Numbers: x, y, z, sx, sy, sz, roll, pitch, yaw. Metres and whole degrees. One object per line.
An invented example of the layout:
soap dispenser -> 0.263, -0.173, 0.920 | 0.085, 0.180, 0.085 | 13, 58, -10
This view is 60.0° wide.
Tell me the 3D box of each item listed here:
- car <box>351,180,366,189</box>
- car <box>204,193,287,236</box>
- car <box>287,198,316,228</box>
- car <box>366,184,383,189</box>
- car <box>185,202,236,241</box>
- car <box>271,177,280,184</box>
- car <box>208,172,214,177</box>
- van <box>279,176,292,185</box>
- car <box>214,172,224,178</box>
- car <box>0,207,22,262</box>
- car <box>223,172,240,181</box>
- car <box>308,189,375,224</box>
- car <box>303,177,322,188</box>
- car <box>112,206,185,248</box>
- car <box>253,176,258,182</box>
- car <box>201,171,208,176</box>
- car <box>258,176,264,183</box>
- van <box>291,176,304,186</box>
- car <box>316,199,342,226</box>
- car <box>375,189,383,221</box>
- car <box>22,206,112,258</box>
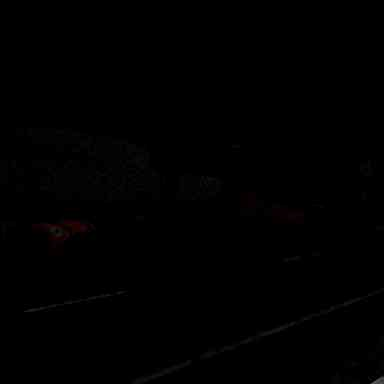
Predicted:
car -> 29.805, -1.073, 59.129 | 2.435, 2.045, 5.566 | 6, 4, 35
car -> 1.807, 1.119, 17.840 | 5.566, 2.045, 2.435 | -1, 0, 35
car -> 4.129, 1.342, 19.669 | 5.366, 1.575, 1.946 | -1, 0, 35
car -> 31.501, -0.510, 56.660 | 2.002, 1.452, 4.674 | 6, 4, 35
car -> -0.636, 1.429, 16.096 | 4.792, 1.488, 2.163 | -1, 0, 35
car -> 19.519, -2.461, 74.071 | 1.946, 1.575, 5.366 | 6, 4, 35
car -> 7.177, -4.496, 91.077 | 2.185, 1.767, 4.553 | 6, 3, 34
van -> 21.094, -2.410, 71.340 | 1.878, 1.987, 4.442 | 7, 4, 35
car -> 8.973, -4.345, 88.612 | 2.435, 2.045, 5.566 | 7, 4, 34
car -> -7.918, 1.369, 10.840 | 4.553, 1.767, 2.185 | -1, 0, 35
car -> 10.828, -3.825, 86.356 | 1.946, 1.575, 5.366 | 6, 4, 34
car -> 9.160, 1.034, 23.052 | 5.566, 2.045, 2.435 | -1, 0, 35
car -> 24.590, -1.639, 66.511 | 2.231, 1.521, 4.892 | 6, 4, 35
car -> -3.056, 1.431, 14.350 | 4.892, 1.521, 2.231 | -1, -1, 35
car -> 15.941, -2.964, 78.851 | 2.002, 1.452, 4.674 | 6, 4, 35
car -> 5.445, -4.731, 93.546 | 2.185, 1.767, 4.553 | 4, 1, 33
car -> 17.686, -2.691, 76.390 | 2.002, 1.452, 4.674 | 7, 4, 35
van -> 22.825, -2.136, 68.871 | 1.878, 1.987, 4.442 | 7, 4, 35
car -> 6.735, 1.353, 21.296 | 4.674, 1.452, 2.002 | -1, 0, 35
car -> 11.673, 1.005, 24.757 | 5.566, 2.045, 2.435 | -1, -1, 35
car -> -5.523, 1.337, 12.624 | 4.553, 1.767, 2.185 | -1, -1, 34
